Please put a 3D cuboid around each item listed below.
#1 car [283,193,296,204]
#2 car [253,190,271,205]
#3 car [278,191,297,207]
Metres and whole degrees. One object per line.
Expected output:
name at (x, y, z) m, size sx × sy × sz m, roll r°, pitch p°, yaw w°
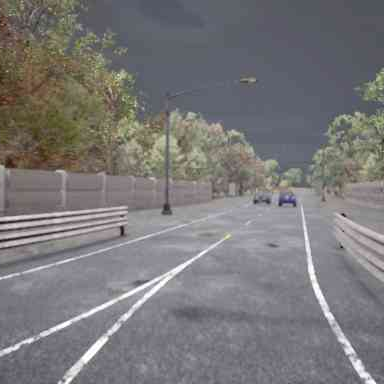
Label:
car at (15.860, 1.015, 54.056) m, size 1.882 × 1.535 × 5.008 m, roll 0°, pitch 1°, yaw 18°
car at (10.227, 0.783, 48.103) m, size 2.150 × 2.045 × 5.566 m, roll 1°, pitch 0°, yaw 18°
car at (12.587, 0.858, 43.833) m, size 2.150 × 2.045 × 5.566 m, roll 1°, pitch 1°, yaw 18°
